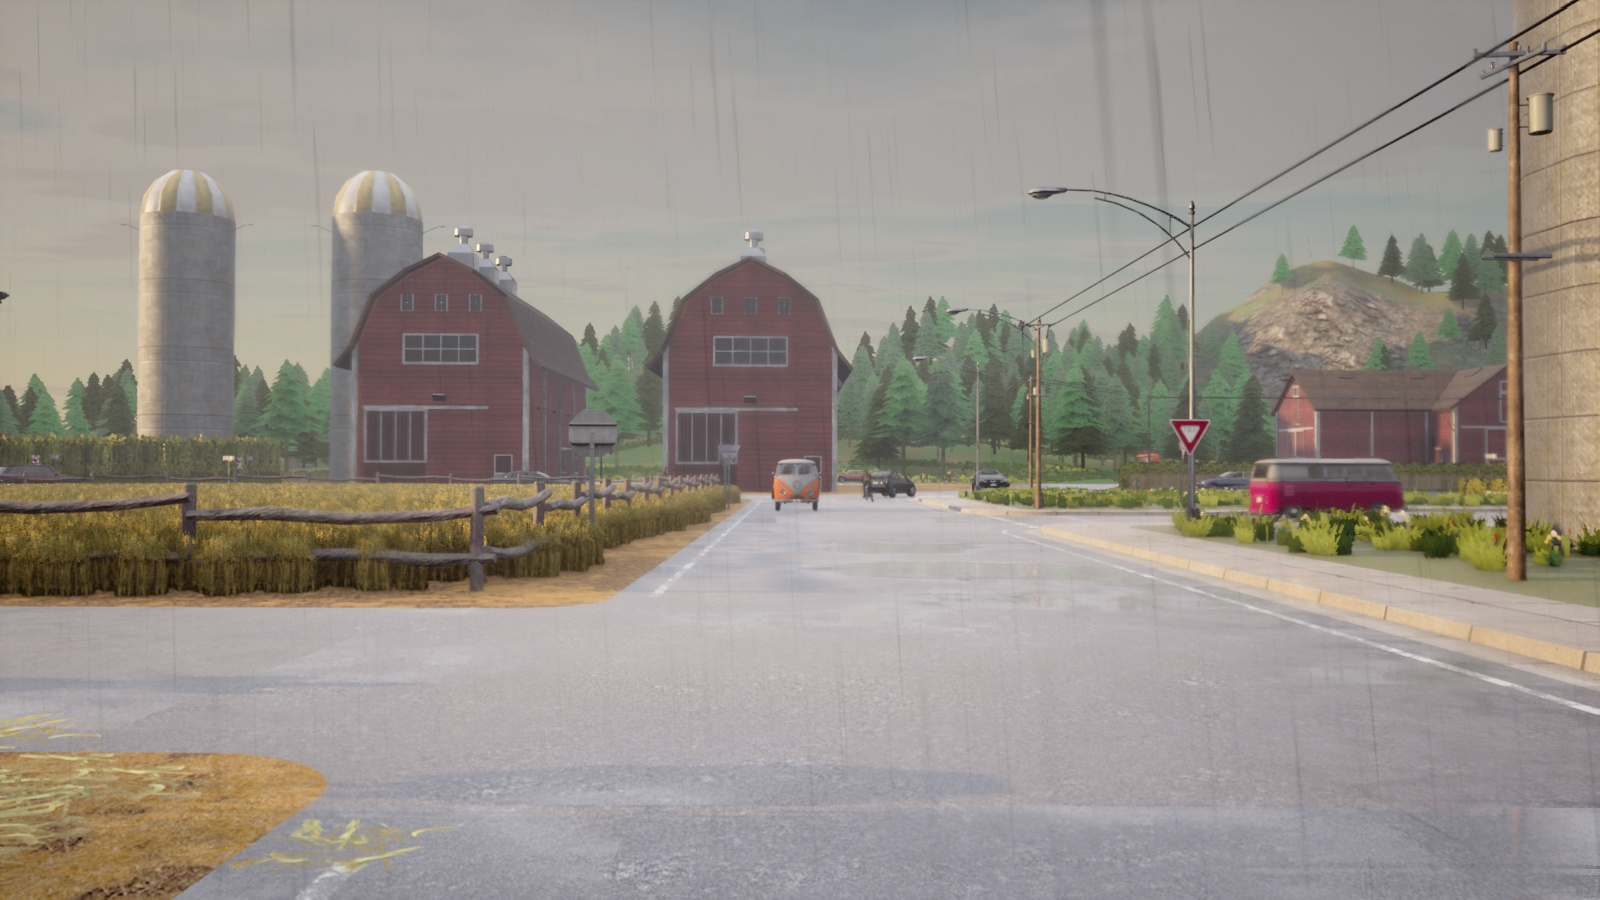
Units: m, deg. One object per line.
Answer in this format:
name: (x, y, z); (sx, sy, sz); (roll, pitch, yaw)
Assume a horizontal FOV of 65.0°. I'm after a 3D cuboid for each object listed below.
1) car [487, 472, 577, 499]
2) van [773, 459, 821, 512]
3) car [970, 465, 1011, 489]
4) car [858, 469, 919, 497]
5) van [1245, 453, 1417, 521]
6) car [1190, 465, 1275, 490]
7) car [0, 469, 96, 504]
car: (-15.684, 2.070, 73.635); (4.892, 1.490, 1.837); (0, -1, -3)
van: (-0.115, 1.359, 49.017); (1.775, 1.987, 4.442); (0, -1, 0)
car: (13.354, 1.876, 88.327); (2.152, 1.651, 5.027); (-1, -1, 1)
car: (5.202, 1.892, 72.905); (2.007, 1.525, 4.514); (-1, -1, 26)
van: (15.976, 1.114, 37.906); (4.442, 1.987, 1.775); (0, -1, -2)
car: (29.284, 1.851, 85.194); (5.027, 1.651, 2.152); (0, -1, 0)
car: (-40.320, 1.911, 66.806); (2.097, 1.767, 4.553); (-1, -1, 40)
